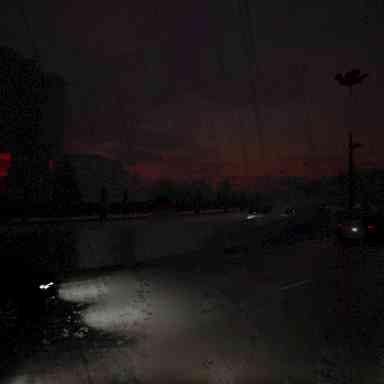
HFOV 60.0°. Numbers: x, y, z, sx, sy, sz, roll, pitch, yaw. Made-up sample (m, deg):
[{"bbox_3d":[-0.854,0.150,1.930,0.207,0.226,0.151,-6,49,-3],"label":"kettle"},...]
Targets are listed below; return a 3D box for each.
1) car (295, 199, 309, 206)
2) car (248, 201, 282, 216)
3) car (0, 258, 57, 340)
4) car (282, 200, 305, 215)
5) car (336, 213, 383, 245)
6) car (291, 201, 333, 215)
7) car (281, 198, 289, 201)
[{"bbox_3d":[25.313,2.440,76.941,2.033,1.411,5.357,0,-1,7],"label":"car"},{"bbox_3d":[8.312,1.951,38.711,2.033,1.411,5.357,0,-1,33],"label":"car"},{"bbox_3d":[-4.638,1.507,4.951,4.892,1.490,1.837,0,0,-35],"label":"car"},{"bbox_3d":[12.306,1.990,38.636,1.994,1.385,4.181,0,-1,31],"label":"car"},{"bbox_3d":[8.937,1.749,16.888,1.994,1.385,4.181,0,-1,44],"label":"car"},{"bbox_3d":[11.360,1.884,30.850,2.033,1.411,5.357,0,-1,36],"label":"car"},{"bbox_3d":[21.826,2.262,77.221,2.097,1.767,4.553,0,-1,7],"label":"car"}]
